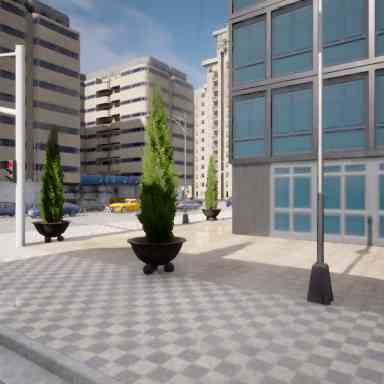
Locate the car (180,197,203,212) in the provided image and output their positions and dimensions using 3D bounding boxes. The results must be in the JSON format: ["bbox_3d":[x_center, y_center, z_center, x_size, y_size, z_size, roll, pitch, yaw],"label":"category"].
[{"bbox_3d":[-0.908,1.656,40.202,1.895,1.301,4.718,0,0,35],"label":"car"}]

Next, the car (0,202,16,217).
[{"bbox_3d":[-17.144,1.603,29.756,2.033,1.411,5.357,0,0,35],"label":"car"}]

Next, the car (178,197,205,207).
[{"bbox_3d":[-0.023,1.581,53.833,1.812,1.442,4.674,0,0,36],"label":"car"}]

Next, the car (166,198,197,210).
[{"bbox_3d":[-1.383,1.581,45.911,1.812,1.442,4.674,0,0,35],"label":"car"}]

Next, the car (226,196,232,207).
[{"bbox_3d":[7.167,1.407,51.613,2.097,1.767,4.553,0,0,35],"label":"car"}]

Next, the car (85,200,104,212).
[{"bbox_3d":[-11.806,1.619,37.283,1.994,1.385,4.181,0,0,35],"label":"car"}]

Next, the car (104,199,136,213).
[{"bbox_3d":[-7.163,1.533,37.783,1.882,1.535,5.008,0,0,35],"label":"car"}]

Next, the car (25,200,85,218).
[{"bbox_3d":[-12.488,1.581,30.236,1.812,1.442,4.674,0,0,35],"label":"car"}]
